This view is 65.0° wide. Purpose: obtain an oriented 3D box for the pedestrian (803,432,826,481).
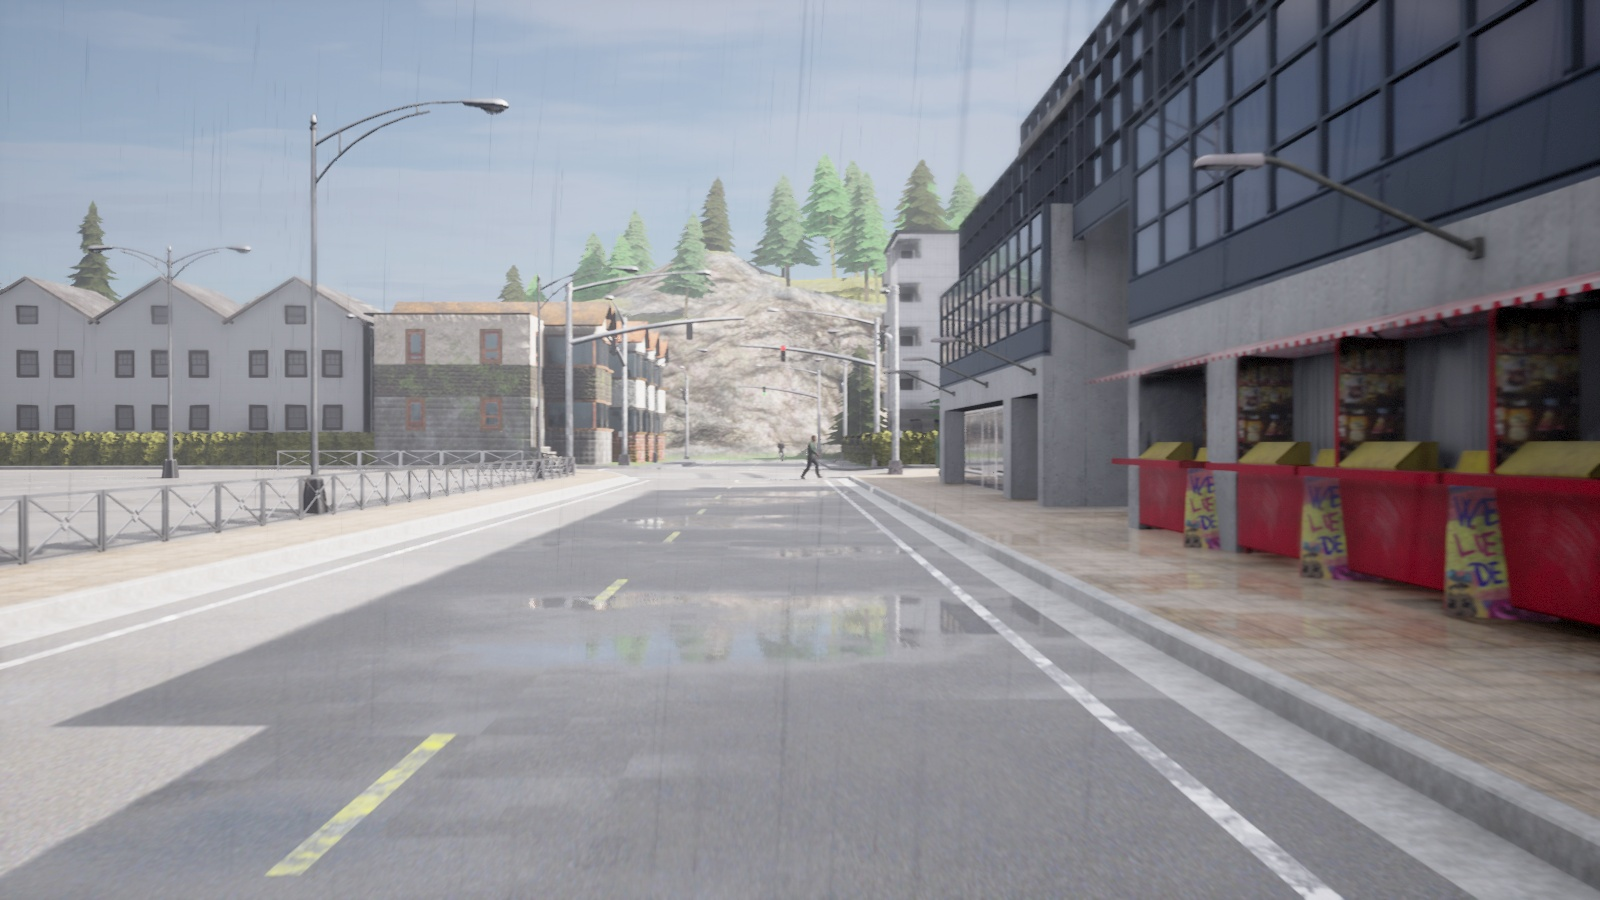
[{"bbox_3d":[0.576,0.257,49.896,0.788,1.949,0.423,0,0,19],"label":"pedestrian"}]
